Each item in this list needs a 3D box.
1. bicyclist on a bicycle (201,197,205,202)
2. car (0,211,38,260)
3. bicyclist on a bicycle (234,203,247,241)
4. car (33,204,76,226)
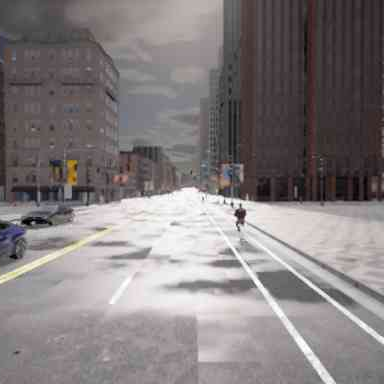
[{"bbox_3d":[2.254,1.515,68.464,0.866,1.612,1.509,0,0,0],"label":"bicyclist on a bicycle"},{"bbox_3d":[-6.601,1.519,9.764,1.812,1.442,4.674,0,0,0],"label":"car"},{"bbox_3d":[2.251,1.376,15.628,0.659,1.776,1.843,0,1,0],"label":"bicyclist on a bicycle"},{"bbox_3d":[-9.849,1.542,23.339,2.033,1.411,5.357,0,0,0],"label":"car"}]
